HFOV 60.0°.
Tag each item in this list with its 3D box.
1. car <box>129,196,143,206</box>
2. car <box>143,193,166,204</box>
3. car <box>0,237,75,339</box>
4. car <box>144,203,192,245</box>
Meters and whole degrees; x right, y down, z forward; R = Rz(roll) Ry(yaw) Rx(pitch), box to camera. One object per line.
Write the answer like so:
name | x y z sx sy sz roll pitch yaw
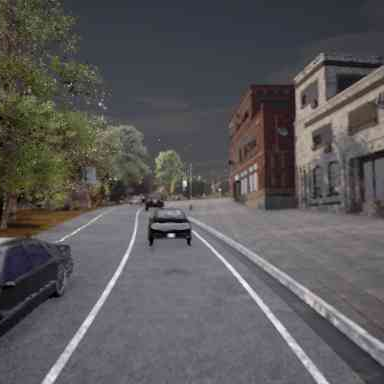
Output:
car | -7.874 1.303 48.895 2.128 1.511 4.902 0 0 4
car | -4.272 1.092 38.883 2.150 2.045 5.566 0 1 -5
car | -3.605 1.550 5.748 2.033 1.411 5.357 0 0 -3
car | -1.108 1.491 15.559 2.128 1.511 4.902 0 0 -7
